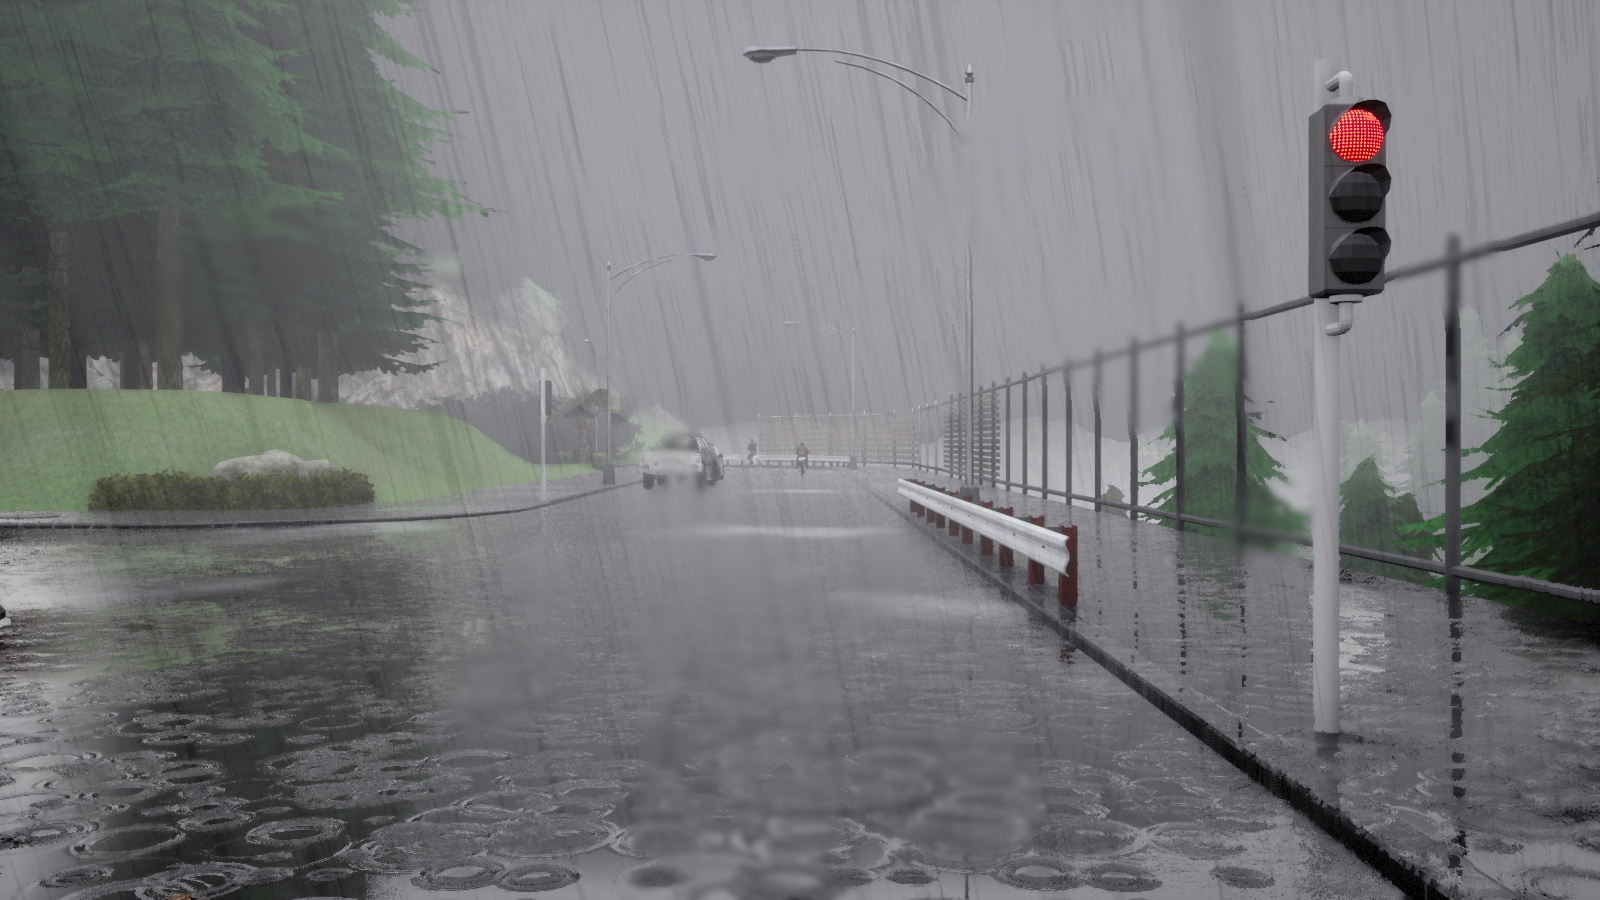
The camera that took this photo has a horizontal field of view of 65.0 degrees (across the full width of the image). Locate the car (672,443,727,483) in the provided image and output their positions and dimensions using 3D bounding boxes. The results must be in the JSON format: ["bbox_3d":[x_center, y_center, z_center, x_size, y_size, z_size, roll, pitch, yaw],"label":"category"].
[{"bbox_3d":[-3.912,0.478,49.425,1.845,1.501,3.633,0,0,0],"label":"car"}]

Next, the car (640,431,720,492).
[{"bbox_3d":[-3.834,0.330,40.803,1.932,1.855,4.605,0,0,3],"label":"car"}]
